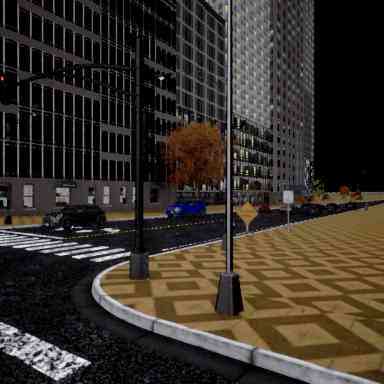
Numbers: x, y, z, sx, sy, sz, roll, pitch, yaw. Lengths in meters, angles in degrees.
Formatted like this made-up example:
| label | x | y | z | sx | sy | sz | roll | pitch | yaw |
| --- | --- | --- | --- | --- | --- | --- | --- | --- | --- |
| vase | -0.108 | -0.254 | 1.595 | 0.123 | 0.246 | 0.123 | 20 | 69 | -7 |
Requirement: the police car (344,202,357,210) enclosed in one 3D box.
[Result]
| label | x | y | z | sx | sy | sz | roll | pitch | yaw |
| --- | --- | --- | --- | --- | --- | --- | --- | --- | --- |
| police car | 31.505 | 2.738 | 65.842 | 1.930 | 1.638 | 5.238 | 0 | -1 | 33 |

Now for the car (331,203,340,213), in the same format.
| label | x | y | z | sx | sy | sz | roll | pitch | yaw |
| --- | --- | --- | --- | --- | --- | --- | --- | --- | --- |
| car | 23.089 | 2.574 | 54.707 | 1.837 | 1.490 | 4.892 | 0 | -1 | 33 |

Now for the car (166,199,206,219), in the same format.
| label | x | y | z | sx | sy | sz | roll | pitch | yaw |
| --- | --- | --- | --- | --- | --- | --- | --- | --- | --- |
| car | -0.529 | 1.779 | 36.408 | 2.150 | 2.045 | 5.566 | 0 | -1 | 33 |

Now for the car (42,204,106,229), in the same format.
| label | x | y | z | sx | sy | sz | roll | pitch | yaw |
| --- | --- | --- | --- | --- | --- | --- | --- | --- | --- |
| car | -8.455 | 1.648 | 24.110 | 2.097 | 1.767 | 4.553 | 0 | -1 | 33 |

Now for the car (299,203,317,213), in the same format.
| label | x | y | z | sx | sy | sz | roll | pitch | yaw |
| --- | --- | --- | --- | --- | --- | --- | --- | --- | --- |
| car | 19.135 | 2.533 | 54.745 | 1.837 | 1.490 | 4.892 | 0 | -1 | 33 |

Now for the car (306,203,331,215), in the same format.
| label | x | y | z | sx | sy | sz | roll | pitch | yaw |
| --- | --- | --- | --- | --- | --- | --- | --- | --- | --- |
| car | 17.210 | 2.383 | 45.569 | 1.837 | 1.490 | 4.892 | 0 | -1 | 33 |

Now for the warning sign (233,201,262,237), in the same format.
| label | x | y | z | sx | sy | sz | roll | pitch | yaw |
| --- | --- | --- | --- | --- | --- | --- | --- | --- | --- |
| warning sign | 3.102 | 1.454 | 18.567 | 1.300 | 1.860 | 1.060 | 1 | 1 | 33 |

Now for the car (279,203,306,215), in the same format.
| label | x | y | z | sx | sy | sz | roll | pitch | yaw |
| --- | --- | --- | --- | --- | --- | --- | --- | --- | --- |
| car | 13.820 | 2.402 | 46.406 | 2.033 | 1.411 | 5.357 | 0 | -1 | 33 |

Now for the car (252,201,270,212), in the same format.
| label | x | y | z | sx | sy | sz | roll | pitch | yaw |
| --- | --- | --- | --- | --- | --- | --- | --- | --- | --- |
| car | 10.981 | 2.289 | 54.090 | 2.097 | 1.767 | 4.553 | 0 | -1 | 33 |
